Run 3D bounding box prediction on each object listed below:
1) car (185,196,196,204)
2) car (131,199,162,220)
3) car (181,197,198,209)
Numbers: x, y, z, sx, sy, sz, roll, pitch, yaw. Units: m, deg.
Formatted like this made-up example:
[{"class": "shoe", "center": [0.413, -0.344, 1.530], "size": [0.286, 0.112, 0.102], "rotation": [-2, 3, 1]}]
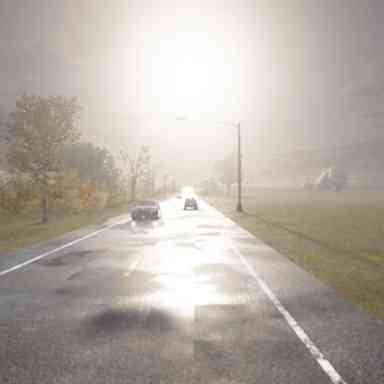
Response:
[{"class": "car", "center": [-0.272, 1.575, 64.129], "size": [2.033, 1.411, 5.357], "rotation": [0, 0, 0]}, {"class": "car", "center": [-3.747, 1.379, 27.852], "size": [2.097, 1.767, 4.553], "rotation": [0, 0, 0]}, {"class": "car", "center": [-0.165, 1.588, 47.108], "size": [1.994, 1.385, 4.181], "rotation": [0, 0, 0]}]
